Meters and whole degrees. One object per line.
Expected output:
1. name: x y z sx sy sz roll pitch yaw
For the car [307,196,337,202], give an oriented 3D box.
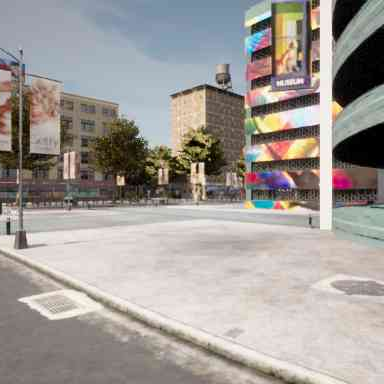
1. car: 14.979 1.320 39.725 4.674 1.452 2.002 0 0 -44
